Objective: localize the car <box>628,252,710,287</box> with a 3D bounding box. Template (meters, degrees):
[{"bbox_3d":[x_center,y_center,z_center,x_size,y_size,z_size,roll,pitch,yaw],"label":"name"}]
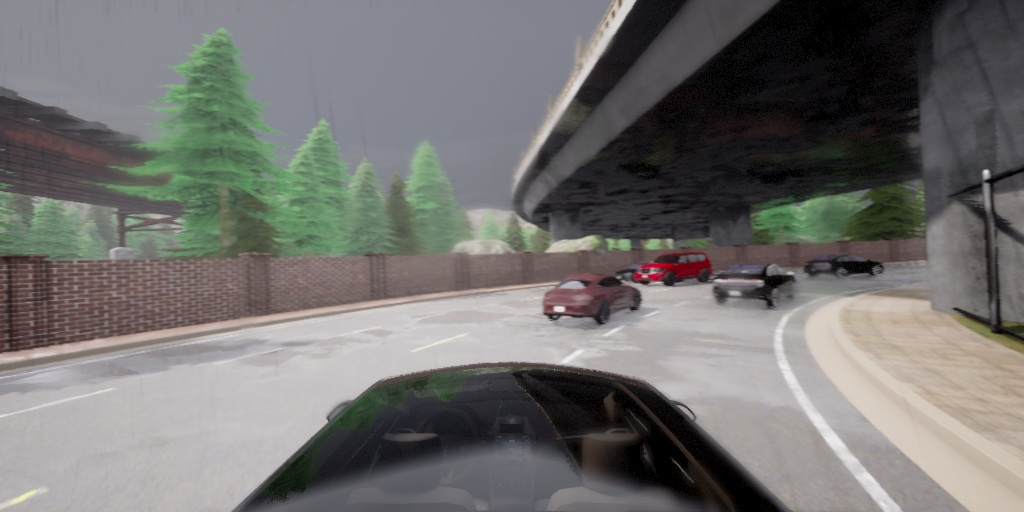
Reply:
[{"bbox_3d":[10.516,0.818,23.185,5.566,2.045,2.150,-2,-1,-28],"label":"car"}]

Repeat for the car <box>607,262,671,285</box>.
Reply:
[{"bbox_3d":[9.337,1.248,26.317,4.181,1.385,1.994,-2,-1,-27],"label":"car"}]

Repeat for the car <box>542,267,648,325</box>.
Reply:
[{"bbox_3d":[2.743,1.294,11.914,1.812,1.442,4.674,-3,-1,38],"label":"car"}]

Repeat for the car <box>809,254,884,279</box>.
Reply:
[{"bbox_3d":[21.490,0.646,23.247,4.902,1.511,2.128,-2,-1,-12],"label":"car"}]

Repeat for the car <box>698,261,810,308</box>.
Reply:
[{"bbox_3d":[9.390,1.014,13.754,4.902,1.511,2.128,-2,-1,-41],"label":"car"}]
